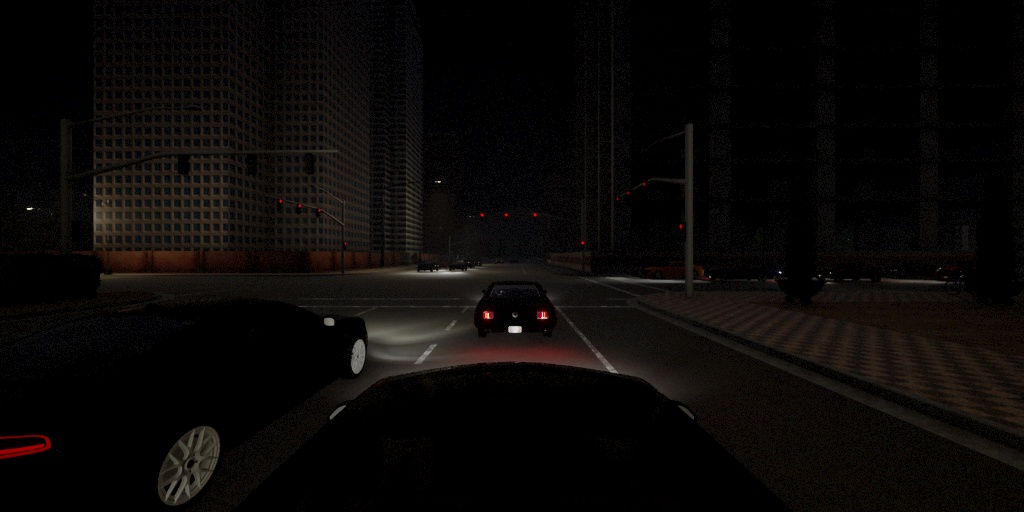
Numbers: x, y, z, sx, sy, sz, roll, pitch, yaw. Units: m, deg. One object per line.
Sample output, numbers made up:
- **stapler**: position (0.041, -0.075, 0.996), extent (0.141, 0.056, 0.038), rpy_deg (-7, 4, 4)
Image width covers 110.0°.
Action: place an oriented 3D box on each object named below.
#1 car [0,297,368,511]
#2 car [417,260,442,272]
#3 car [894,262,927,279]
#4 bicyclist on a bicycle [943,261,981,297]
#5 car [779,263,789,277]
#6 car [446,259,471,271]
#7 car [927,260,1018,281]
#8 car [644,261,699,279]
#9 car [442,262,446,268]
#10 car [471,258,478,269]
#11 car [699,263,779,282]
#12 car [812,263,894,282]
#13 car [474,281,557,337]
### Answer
- **car**: position (-3.452, 1.228, 4.278), extent (1.882, 1.535, 5.008), rpy_deg (0, 0, 1)
- **car**: position (-10.755, 1.228, 46.115), extent (1.882, 1.535, 5.008), rpy_deg (0, 0, 1)
- **car**: position (35.322, 1.242, 31.807), extent (4.902, 1.511, 2.128), rpy_deg (0, 0, 0)
- **bicyclist on a bicycle**: position (20.758, 1.051, 16.429), extent (0.582, 1.620, 1.656), rpy_deg (0, 0, 0)
- **car**: position (24.149, 1.297, 31.890), extent (5.357, 1.411, 2.033), rpy_deg (0, 0, 0)
- **car**: position (-7.223, 1.351, 48.465), extent (1.895, 1.301, 4.718), rpy_deg (0, 0, 1)
- **car**: position (36.507, 1.102, 28.297), extent (4.553, 1.767, 2.097), rpy_deg (0, 0, 1)
- **car**: position (14.338, 1.228, 31.954), extent (5.008, 1.535, 1.882), rpy_deg (0, 0, 0)
- **car**: position (-10.618, 1.351, 55.457), extent (1.895, 1.301, 4.718), rpy_deg (0, 0, 1)
- **car**: position (-7.075, 1.255, 57.681), extent (1.837, 1.490, 4.892), rpy_deg (0, 0, 1)
- **car**: position (17.909, 1.351, 28.430), extent (4.718, 1.301, 1.895), rpy_deg (0, 0, 0)
- **car**: position (26.691, 1.276, 28.364), extent (4.674, 1.442, 1.812), rpy_deg (0, 0, 0)
- **car**: position (0.074, 1.351, 10.227), extent (1.895, 1.301, 4.718), rpy_deg (0, 0, 0)
